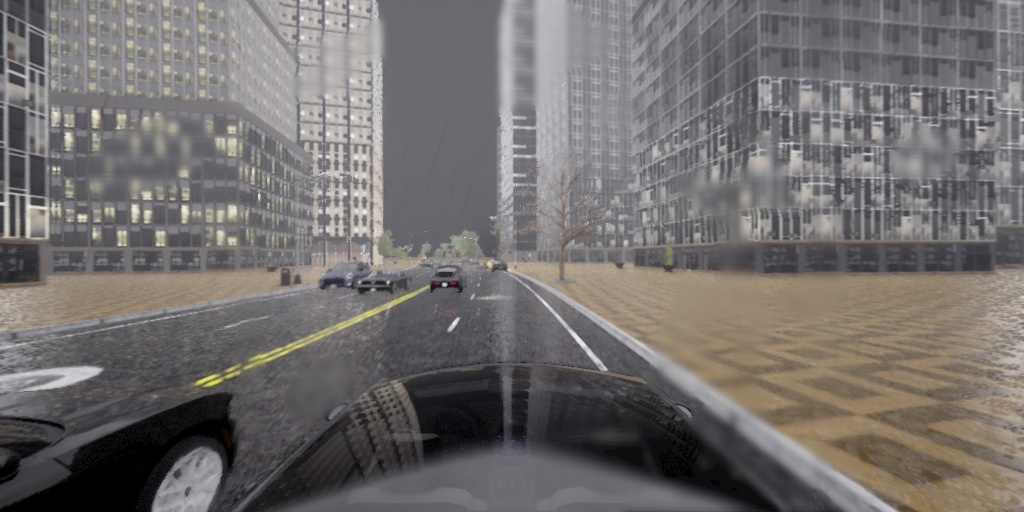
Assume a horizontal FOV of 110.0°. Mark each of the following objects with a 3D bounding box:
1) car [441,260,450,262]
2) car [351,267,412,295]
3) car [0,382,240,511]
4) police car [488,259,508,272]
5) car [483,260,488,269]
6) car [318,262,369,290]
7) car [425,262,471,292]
[{"bbox_3d":[-11.348,1.365,61.312,2.128,1.511,4.902,0,0,-9],"label":"car"},{"bbox_3d":[-7.070,1.402,20.221,1.895,1.301,4.718,0,0,-3],"label":"car"},{"bbox_3d":[-3.180,1.241,0.899,1.882,1.535,5.008,0,0,0],"label":"car"},{"bbox_3d":[-1.669,1.234,46.520,1.930,1.638,5.238,0,0,-7],"label":"police car"},{"bbox_3d":[-3.025,1.285,56.669,1.801,1.575,5.366,0,0,-8],"label":"car"},{"bbox_3d":[-10.486,1.173,23.035,2.097,1.767,4.553,0,0,-3],"label":"car"},{"bbox_3d":[-3.697,1.292,21.503,1.837,1.490,4.892,0,0,-3],"label":"car"}]
